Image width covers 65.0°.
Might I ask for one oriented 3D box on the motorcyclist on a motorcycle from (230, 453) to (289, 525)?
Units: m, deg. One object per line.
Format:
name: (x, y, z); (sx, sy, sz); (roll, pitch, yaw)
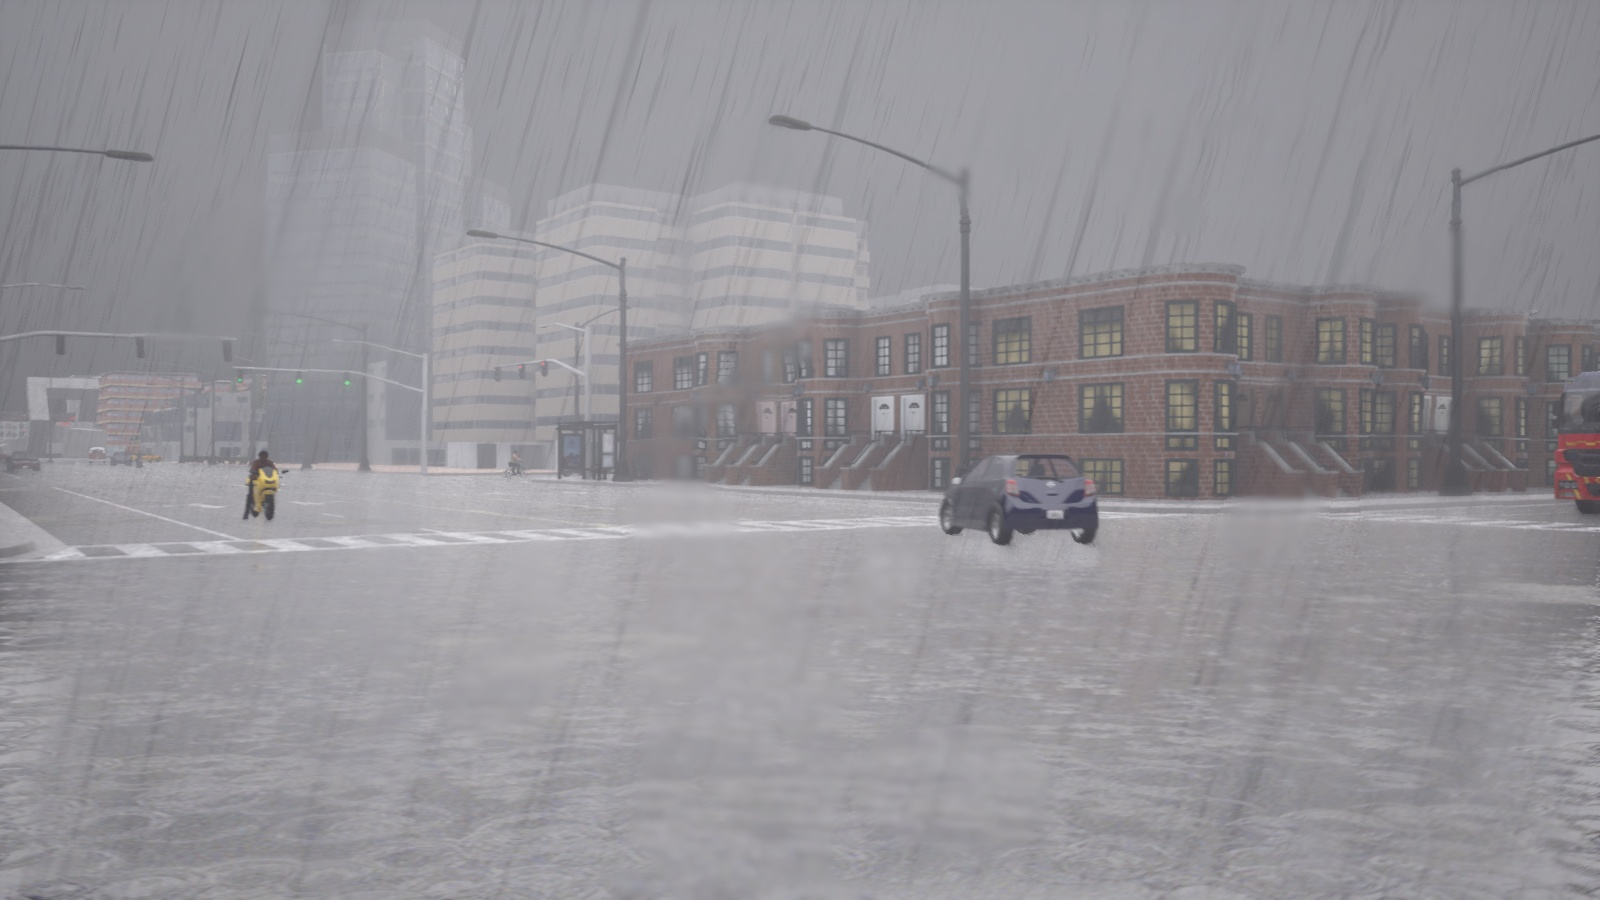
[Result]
motorcyclist on a motorcycle: (-11.896, 0.820, 27.611); (0.797, 1.523, 2.044); (0, 0, -35)

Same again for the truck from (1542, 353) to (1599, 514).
truck: (22.611, -0.389, 32.187); (8.468, 3.827, 2.891); (0, 0, -35)

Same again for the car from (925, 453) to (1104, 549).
car: (3.577, 0.804, 21.587); (1.845, 1.501, 3.633); (0, 0, -12)
